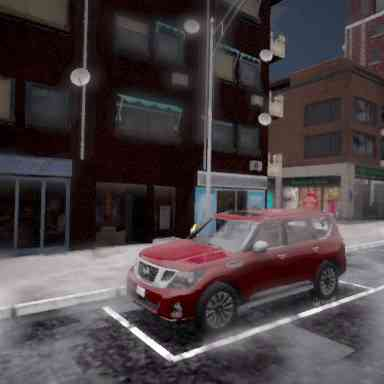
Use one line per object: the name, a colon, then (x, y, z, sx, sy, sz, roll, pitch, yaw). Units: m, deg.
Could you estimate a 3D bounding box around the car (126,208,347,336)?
car: (1.210, 1.317, 6.927, 5.009, 1.841, 2.192, 0, 2, -35)
